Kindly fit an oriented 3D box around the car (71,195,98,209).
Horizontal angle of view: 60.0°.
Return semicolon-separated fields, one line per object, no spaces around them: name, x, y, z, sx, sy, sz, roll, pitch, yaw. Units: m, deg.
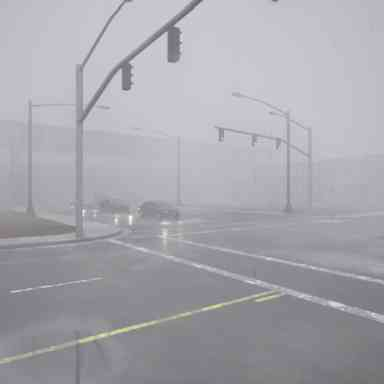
car;-14.266;1.530;44.298;1.812;1.442;4.674;0;0;-32

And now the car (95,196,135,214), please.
car;-8.462;1.482;36.013;1.882;1.535;5.008;0;0;-36

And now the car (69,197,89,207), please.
car;-18.316;1.552;54.173;2.033;1.411;5.357;0;0;-8

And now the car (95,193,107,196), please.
car;-14.899;1.219;54.519;2.150;2.045;5.566;0;-1;-11

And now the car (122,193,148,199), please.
car;-12.309;1.231;69.196;2.150;2.045;5.566;0;0;29

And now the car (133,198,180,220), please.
car;-2.878;1.509;28.444;1.837;1.490;4.892;0;0;-36
